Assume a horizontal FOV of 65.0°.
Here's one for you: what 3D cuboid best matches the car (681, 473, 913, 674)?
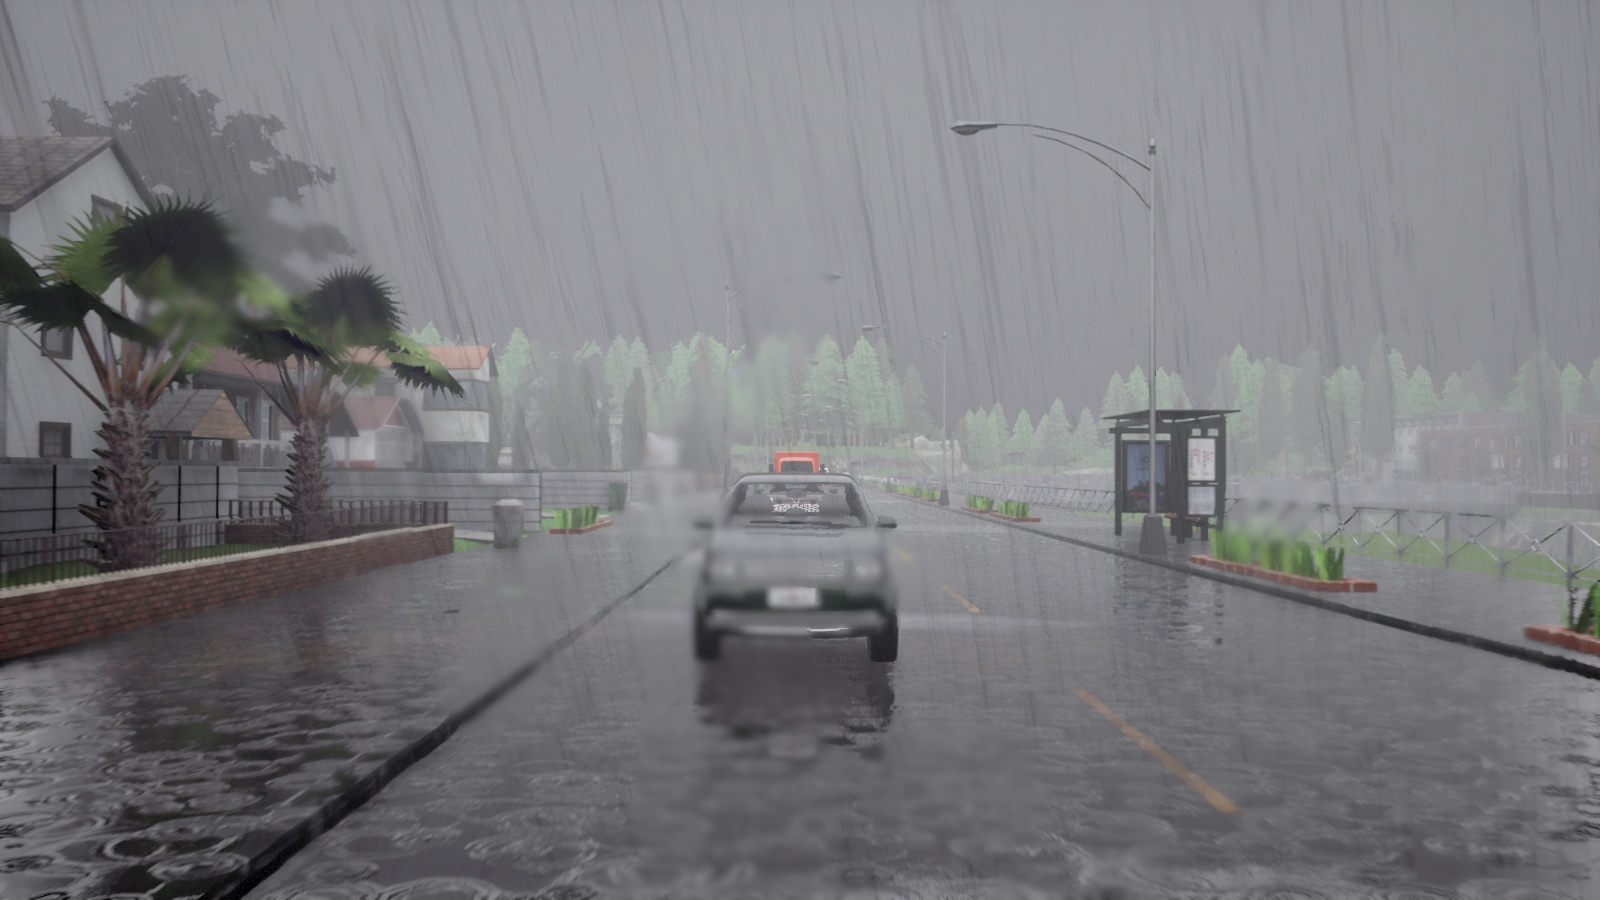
[{"bbox_3d":[-0.027,0.987,11.566,1.789,1.549,3.705,0,-1,0],"label":"car"}]

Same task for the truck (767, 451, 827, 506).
[{"bbox_3d":[-0.139,1.307,58.472,2.627,2.467,5.204,0,-1,0],"label":"truck"}]
